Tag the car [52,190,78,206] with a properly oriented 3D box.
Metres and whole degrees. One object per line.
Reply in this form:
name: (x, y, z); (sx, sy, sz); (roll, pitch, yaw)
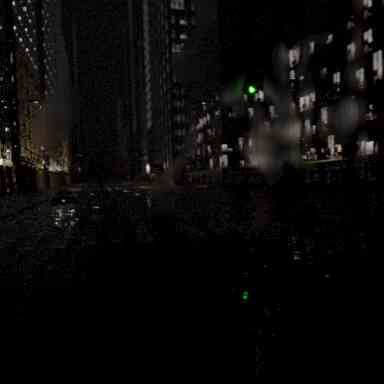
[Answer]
car: (-11.543, 0.486, 30.371); (1.994, 1.385, 4.181); (-2, 3, -15)
